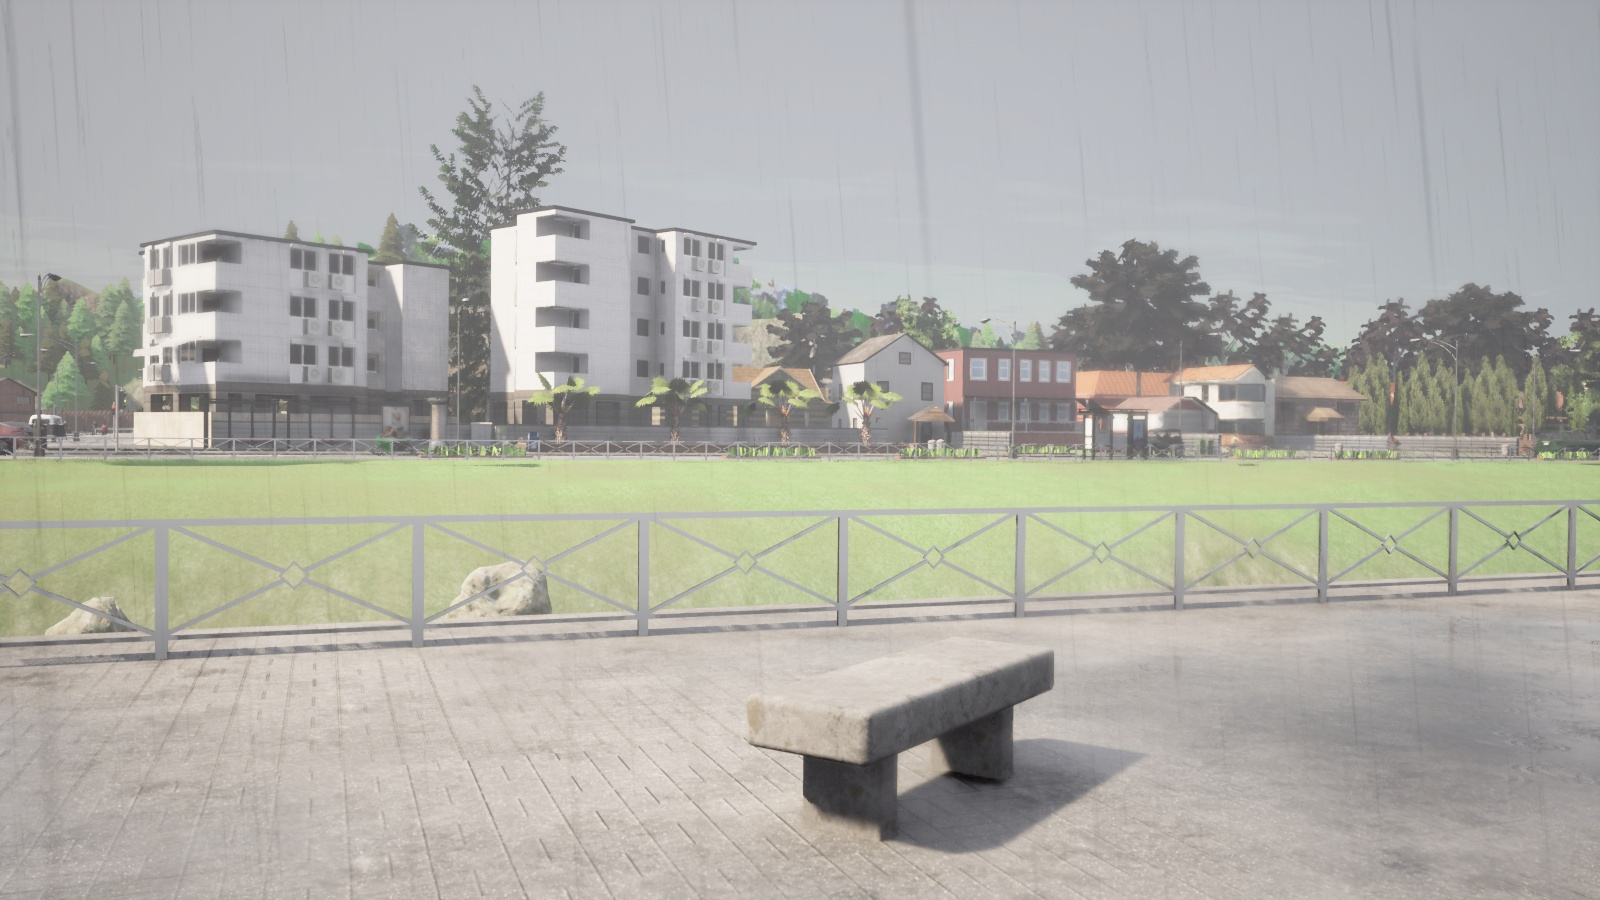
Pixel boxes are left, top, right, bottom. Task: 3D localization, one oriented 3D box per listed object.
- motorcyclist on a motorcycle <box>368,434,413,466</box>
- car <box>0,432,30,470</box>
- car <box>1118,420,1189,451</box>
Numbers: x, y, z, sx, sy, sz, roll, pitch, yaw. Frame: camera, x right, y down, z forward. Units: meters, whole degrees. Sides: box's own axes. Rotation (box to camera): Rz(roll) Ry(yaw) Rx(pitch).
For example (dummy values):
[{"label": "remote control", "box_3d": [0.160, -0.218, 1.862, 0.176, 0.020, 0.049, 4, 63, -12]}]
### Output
[{"label": "motorcyclist on a motorcycle", "box_3d": [-20.260, -0.011, 62.099, 2.044, 1.523, 0.797, -1, 1, -21]}, {"label": "car", "box_3d": [-37.071, 0.075, 55.475, 5.027, 1.651, 2.152, -1, 1, -26]}, {"label": "car", "box_3d": [22.000, -0.915, 78.131, 3.866, 1.878, 1.905, -1, 1, -21]}]
